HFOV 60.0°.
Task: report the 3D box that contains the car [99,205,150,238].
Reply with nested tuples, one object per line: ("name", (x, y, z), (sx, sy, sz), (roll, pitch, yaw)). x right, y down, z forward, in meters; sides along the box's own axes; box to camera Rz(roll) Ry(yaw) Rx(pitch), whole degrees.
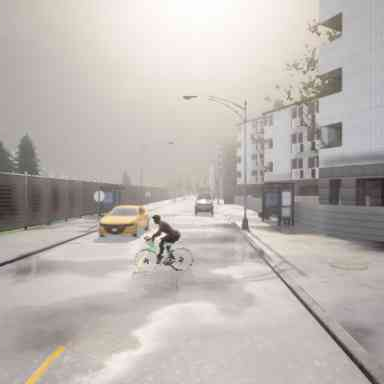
("car", (-3.494, 1.477, 17.908), (1.882, 1.535, 5.008), (0, 0, 2))

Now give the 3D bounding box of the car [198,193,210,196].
("car", (1.749, 1.221, 48.485), (2.150, 2.045, 5.566), (0, 0, 2))

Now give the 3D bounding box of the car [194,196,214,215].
("car", (1.254, 1.491, 34.367), (2.128, 1.511, 4.902), (0, 0, 2))

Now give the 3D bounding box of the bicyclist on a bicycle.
("bicyclist on a bicycle", (-0.803, 1.450, 9.292), (1.656, 1.620, 0.582), (-2, 0, 2))
